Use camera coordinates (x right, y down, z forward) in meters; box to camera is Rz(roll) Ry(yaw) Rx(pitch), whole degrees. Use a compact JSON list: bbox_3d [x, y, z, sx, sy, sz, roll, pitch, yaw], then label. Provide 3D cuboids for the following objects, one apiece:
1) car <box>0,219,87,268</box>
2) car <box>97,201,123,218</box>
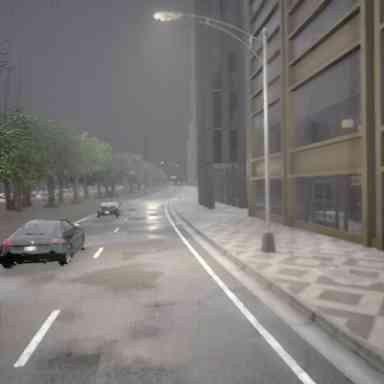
[{"bbox_3d":[-5.049,1.636,11.800,1.994,1.385,4.181,-1,0,-8],"label":"car"},{"bbox_3d":[-7.325,1.515,29.893,1.812,1.442,4.674,-1,0,-6],"label":"car"}]
